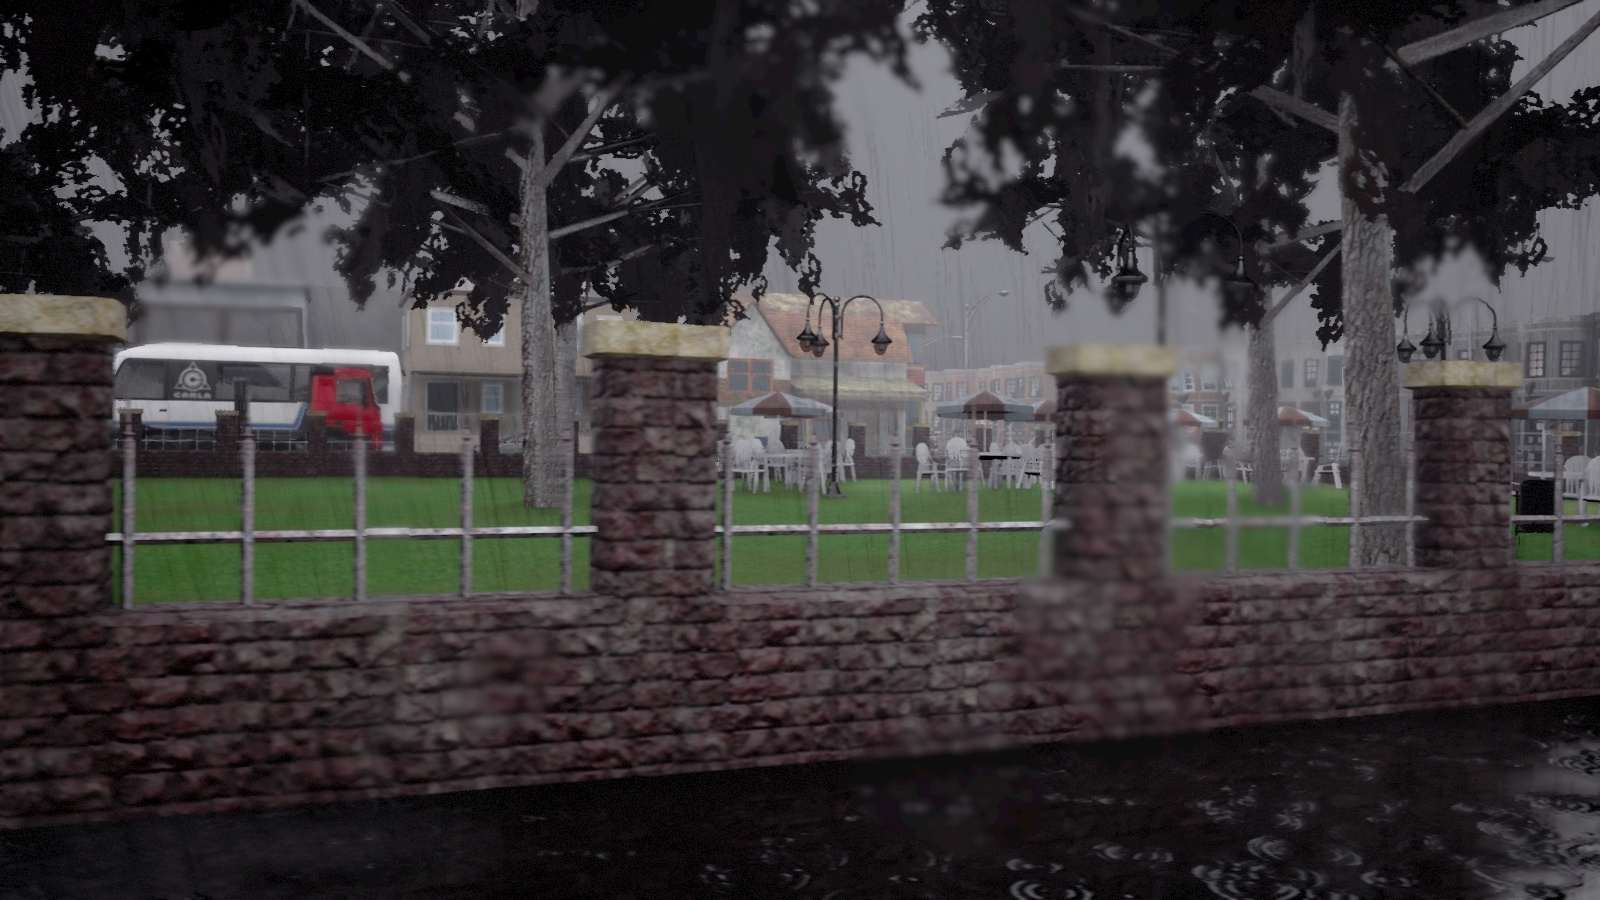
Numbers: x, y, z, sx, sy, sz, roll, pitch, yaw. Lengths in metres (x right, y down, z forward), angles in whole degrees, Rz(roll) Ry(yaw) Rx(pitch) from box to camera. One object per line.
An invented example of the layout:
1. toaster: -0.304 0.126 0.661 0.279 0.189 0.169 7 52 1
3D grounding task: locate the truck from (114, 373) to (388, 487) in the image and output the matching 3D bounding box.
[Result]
1. truck: -17.761 -0.668 41.153 7.936 3.462 2.891 -1 1 -21

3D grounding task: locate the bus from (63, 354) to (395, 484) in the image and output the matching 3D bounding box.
1. bus: -19.894 -1.100 44.625 10.273 4.253 3.944 -1 1 -20

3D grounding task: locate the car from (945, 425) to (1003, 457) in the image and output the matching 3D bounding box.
1. car: 10.595 -0.573 76.830 1.905 1.878 3.866 -1 1 -21

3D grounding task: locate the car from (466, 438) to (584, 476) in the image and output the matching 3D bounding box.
1. car: -10.559 0.234 48.181 4.181 1.385 1.994 -1 1 -21
